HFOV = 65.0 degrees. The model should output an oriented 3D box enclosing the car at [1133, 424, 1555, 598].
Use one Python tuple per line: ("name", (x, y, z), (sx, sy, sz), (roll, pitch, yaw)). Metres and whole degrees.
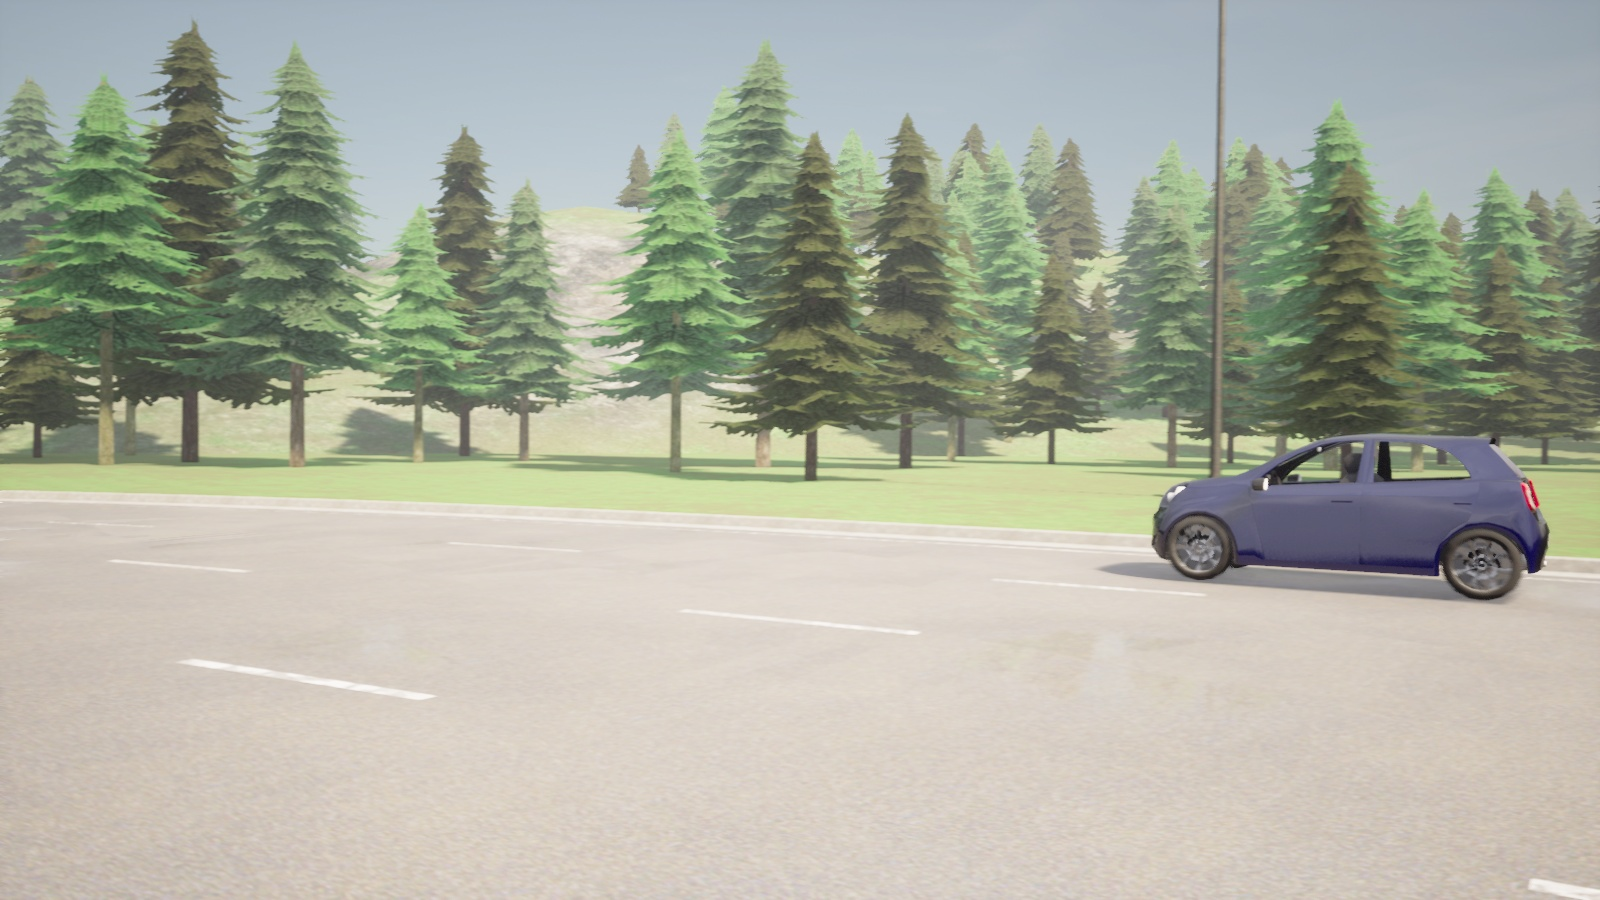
("car", (5.411, 0.512, 12.557), (3.633, 1.501, 1.845), (0, 1, 32))
